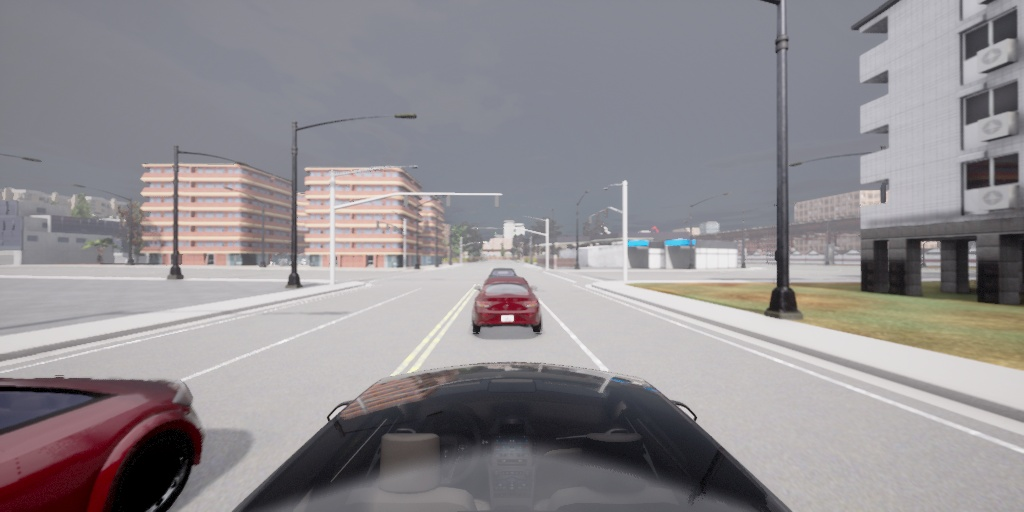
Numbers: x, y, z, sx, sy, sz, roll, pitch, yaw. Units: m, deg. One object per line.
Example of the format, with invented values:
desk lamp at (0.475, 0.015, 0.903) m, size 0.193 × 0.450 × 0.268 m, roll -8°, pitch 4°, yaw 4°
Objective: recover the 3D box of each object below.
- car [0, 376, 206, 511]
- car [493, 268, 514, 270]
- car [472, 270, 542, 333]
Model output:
car at (-3.623, 1.313, 1.311) m, size 1.994 × 1.385 × 4.181 m, roll 0°, pitch 0°, yaw 0°
car at (-0.518, 1.412, 21.263) m, size 2.033 × 1.411 × 5.357 m, roll 0°, pitch 0°, yaw -2°
car at (-0.178, 1.329, 10.830) m, size 1.812 × 1.442 × 4.674 m, roll 0°, pitch 0°, yaw -2°
